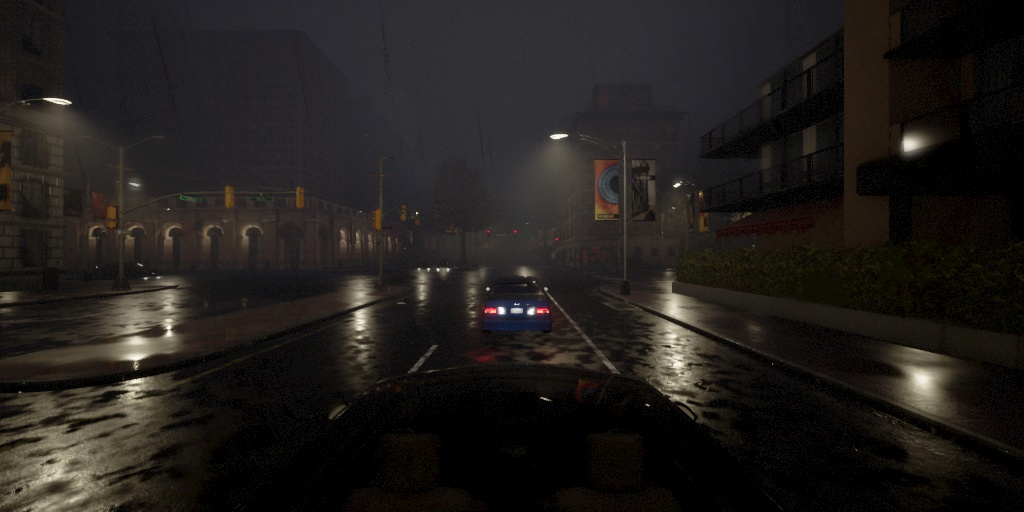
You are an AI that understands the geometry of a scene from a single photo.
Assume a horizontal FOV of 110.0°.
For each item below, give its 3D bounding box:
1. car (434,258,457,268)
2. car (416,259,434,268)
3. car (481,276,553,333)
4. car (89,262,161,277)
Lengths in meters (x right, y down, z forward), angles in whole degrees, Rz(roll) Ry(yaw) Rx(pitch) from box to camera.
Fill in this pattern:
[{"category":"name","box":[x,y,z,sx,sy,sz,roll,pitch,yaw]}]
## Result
[{"category":"car","box":[-11.060,1.102,59.654,2.097,1.767,4.553,0,0,1]},{"category":"car","box":[-14.527,1.228,61.723,1.882,1.535,5.008,0,0,1]},{"category":"car","box":[0.145,1.297,10.705,2.033,1.411,5.357,0,0,1]},{"category":"car","box":[-37.191,1.297,34.525,5.357,1.411,2.033,0,0,0]}]
